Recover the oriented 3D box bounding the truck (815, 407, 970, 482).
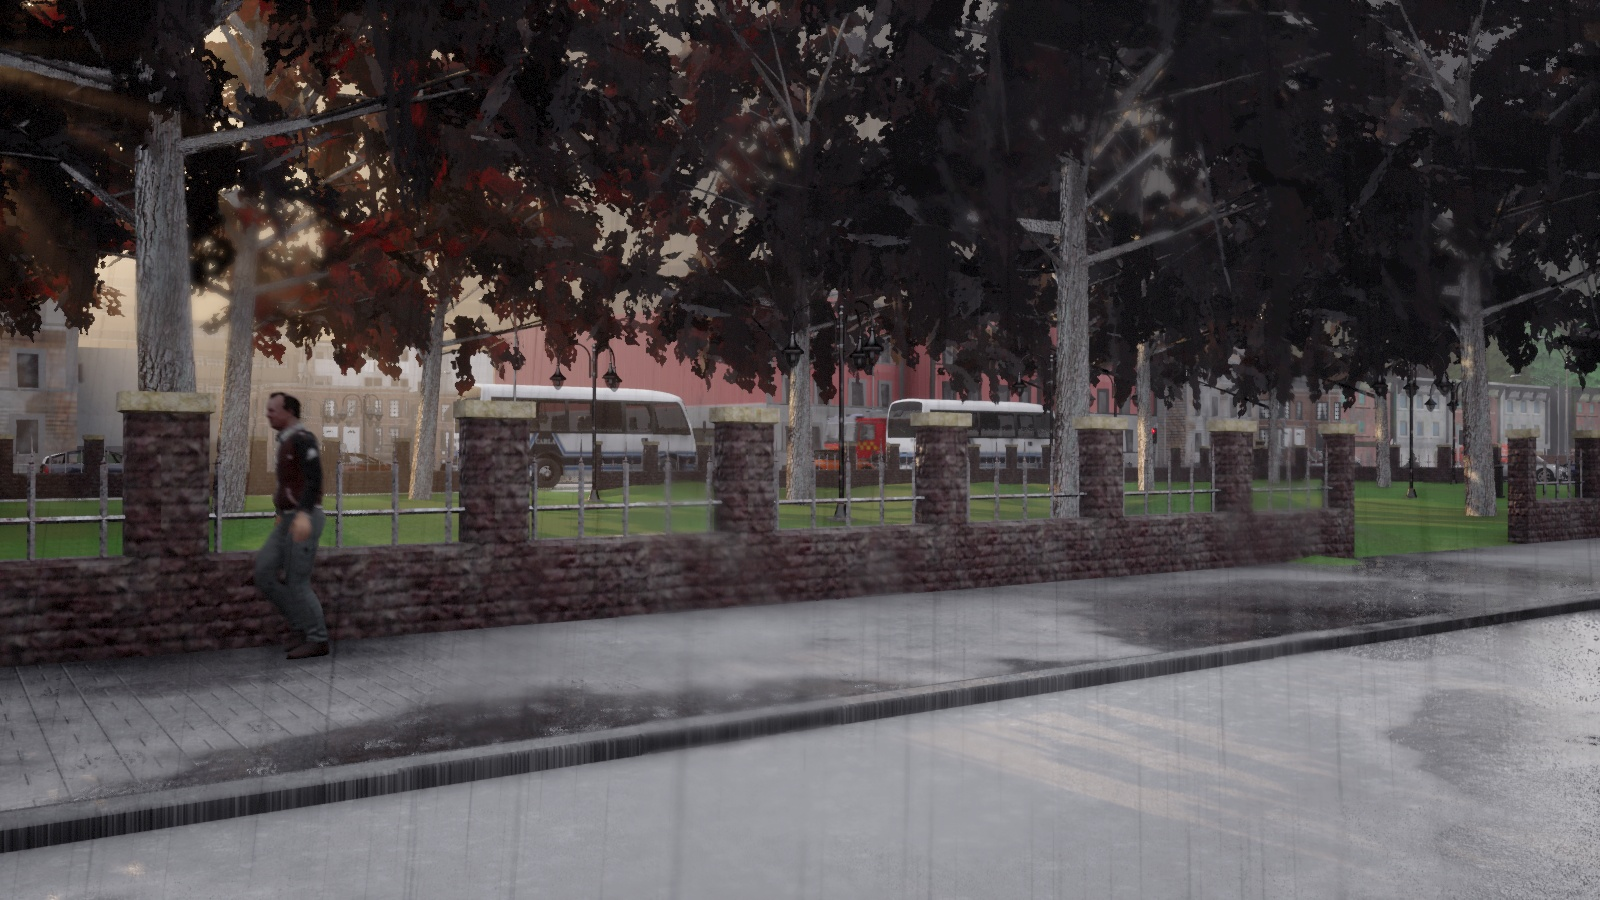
[{"bbox_3d":[5.085,-0.264,68.023,8.468,3.827,2.891,0,0,-35],"label":"truck"}]

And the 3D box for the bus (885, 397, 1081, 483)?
[{"bbox_3d":[9.780,-0.490,66.470,10.273,4.253,3.944,0,0,-34],"label":"bus"}]

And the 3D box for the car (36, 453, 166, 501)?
[{"bbox_3d":[-23.848,0.879,42.861,3.705,1.549,1.789,0,0,-35],"label":"car"}]

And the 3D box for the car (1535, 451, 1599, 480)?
[{"bbox_3d":[41.646,0.818,65.962,2.163,1.488,4.792,0,0,-35],"label":"car"}]

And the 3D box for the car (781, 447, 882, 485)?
[{"bbox_3d":[1.542,0.748,60.656,4.553,1.767,2.097,0,0,-35],"label":"car"}]

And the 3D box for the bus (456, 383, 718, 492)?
[{"bbox_3d":[-8.897,-0.482,53.337,10.273,4.253,3.944,0,0,-35],"label":"bus"}]

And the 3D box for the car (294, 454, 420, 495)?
[{"bbox_3d":[-16.821,0.911,47.789,4.193,1.474,1.816,0,0,-35],"label":"car"}]

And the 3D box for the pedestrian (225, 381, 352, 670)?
[{"bbox_3d":[-3.423,0.482,8.409,0.720,1.854,0.376,0,0,-36],"label":"pedestrian"}]

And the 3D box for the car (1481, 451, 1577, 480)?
[{"bbox_3d":[37.564,0.789,64.729,1.970,1.475,3.806,0,0,-37],"label":"car"}]
